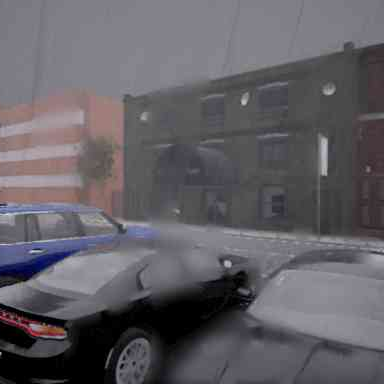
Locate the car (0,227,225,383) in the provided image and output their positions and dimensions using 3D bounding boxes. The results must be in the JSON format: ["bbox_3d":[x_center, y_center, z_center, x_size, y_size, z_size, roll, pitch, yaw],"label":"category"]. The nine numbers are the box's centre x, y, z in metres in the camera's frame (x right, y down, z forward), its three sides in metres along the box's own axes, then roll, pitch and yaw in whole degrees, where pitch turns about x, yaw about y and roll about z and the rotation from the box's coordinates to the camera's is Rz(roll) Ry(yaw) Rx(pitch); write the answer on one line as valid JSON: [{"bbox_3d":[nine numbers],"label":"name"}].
[{"bbox_3d":[-0.568,1.495,5.393,2.097,1.535,5.008,0,0,36],"label":"car"}]

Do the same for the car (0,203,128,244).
[{"bbox_3d":[-2.849,1.256,7.064,2.435,2.045,5.566,0,0,36],"label":"car"}]

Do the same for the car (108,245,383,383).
[{"bbox_3d":[1.737,1.483,3.760,2.097,1.535,5.008,0,0,36],"label":"car"}]
